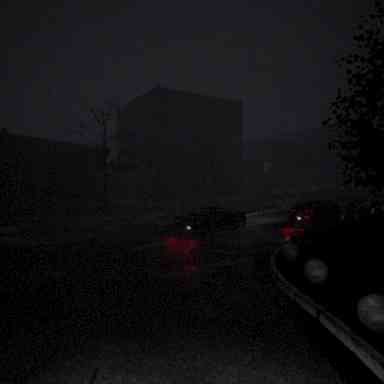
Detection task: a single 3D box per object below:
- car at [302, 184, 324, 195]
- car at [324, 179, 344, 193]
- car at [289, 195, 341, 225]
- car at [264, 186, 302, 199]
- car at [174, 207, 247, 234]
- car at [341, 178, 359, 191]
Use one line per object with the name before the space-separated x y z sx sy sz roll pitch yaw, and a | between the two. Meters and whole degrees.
car | 16.476 -0.357 48.376 5.366 1.575 1.946 -4 3 -37
car | 20.887 -0.695 51.685 5.366 1.575 1.946 -4 3 -37
car | 7.870 1.164 21.123 1.837 1.490 4.892 0 2 43
car | 12.061 -0.017 45.076 5.366 1.575 1.946 -4 3 -37
car | 1.212 1.463 18.540 1.895 1.301 4.718 0 1 38
car | 25.515 -1.298 55.153 5.566 2.045 2.435 -4 3 -37
